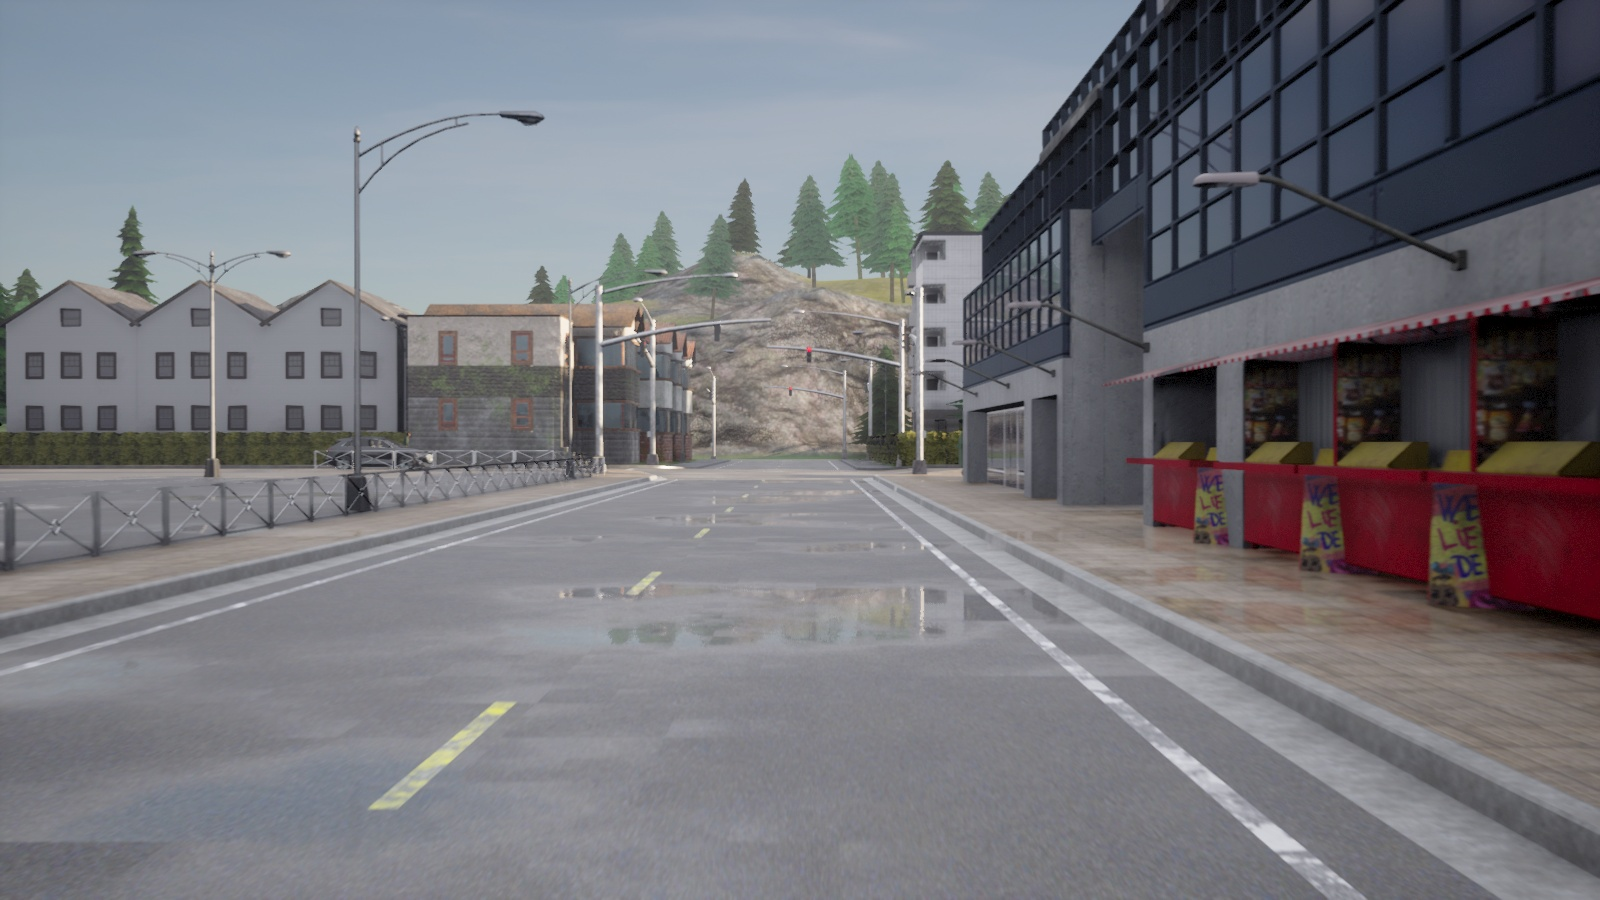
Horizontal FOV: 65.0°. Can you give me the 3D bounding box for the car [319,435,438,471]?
[{"bbox_3d":[-19.670,0.153,58.732,4.856,1.649,2.033,0,0,0],"label":"car"}]
